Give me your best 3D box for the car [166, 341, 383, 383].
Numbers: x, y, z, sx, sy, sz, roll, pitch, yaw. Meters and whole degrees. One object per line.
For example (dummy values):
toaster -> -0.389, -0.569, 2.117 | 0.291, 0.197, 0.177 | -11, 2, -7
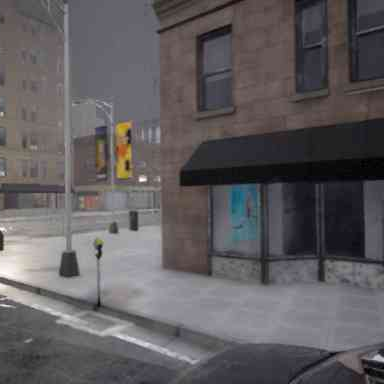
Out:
car -> 1.655, 1.546, 1.675 | 4.403, 1.369, 2.008 | -1, -1, 36
